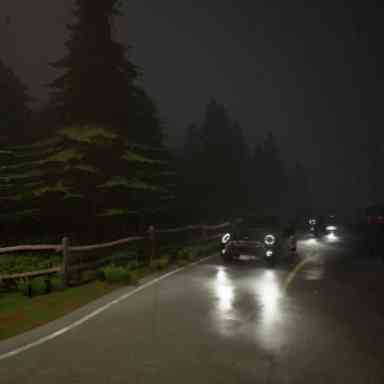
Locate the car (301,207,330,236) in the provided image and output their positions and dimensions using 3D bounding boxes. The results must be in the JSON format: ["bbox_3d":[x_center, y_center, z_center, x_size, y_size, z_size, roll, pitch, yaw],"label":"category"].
[{"bbox_3d":[7.318,1.810,21.557,2.097,1.767,4.553,-2,-2,30],"label":"car"}]

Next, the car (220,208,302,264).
[{"bbox_3d":[2.781,1.663,13.260,2.097,1.767,4.553,-2,-2,27],"label":"car"}]

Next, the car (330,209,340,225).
[{"bbox_3d":[12.253,2.210,30.264,1.895,1.301,4.718,-2,-2,30],"label":"car"}]

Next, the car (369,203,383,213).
[{"bbox_3d":[27.739,2.431,49.772,1.994,1.385,4.181,-2,-2,32],"label":"car"}]

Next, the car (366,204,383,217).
[{"bbox_3d":[22.667,2.213,41.173,2.128,1.511,4.902,-2,-2,30],"label":"car"}]
